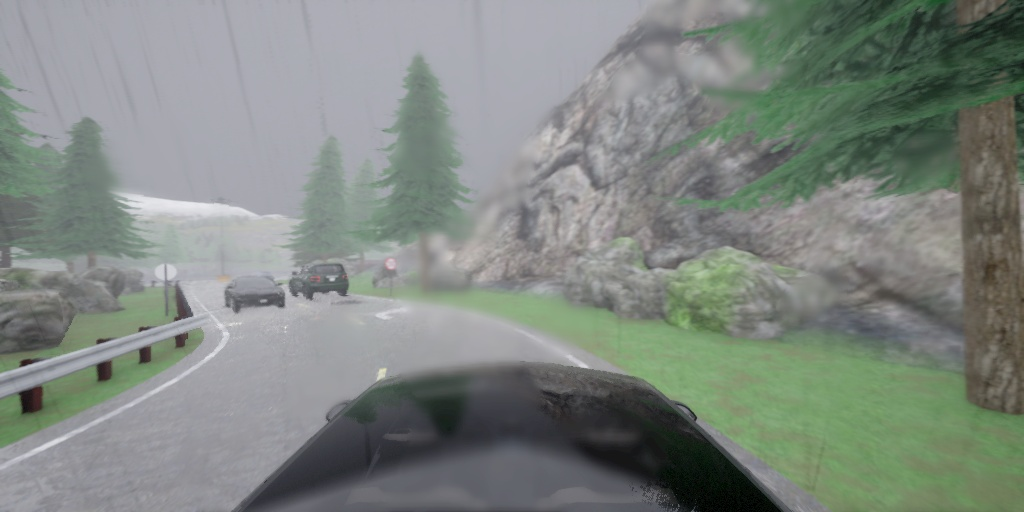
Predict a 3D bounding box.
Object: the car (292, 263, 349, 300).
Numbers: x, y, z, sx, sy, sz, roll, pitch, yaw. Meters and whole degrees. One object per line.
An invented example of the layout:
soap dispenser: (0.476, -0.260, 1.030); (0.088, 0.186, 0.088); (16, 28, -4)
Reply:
car: (-11.829, 1.462, 21.877); (2.150, 2.045, 5.566); (-2, 0, -44)

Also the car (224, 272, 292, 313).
car: (-12.298, 1.710, 17.066); (1.882, 1.535, 5.008); (-2, 0, -44)
